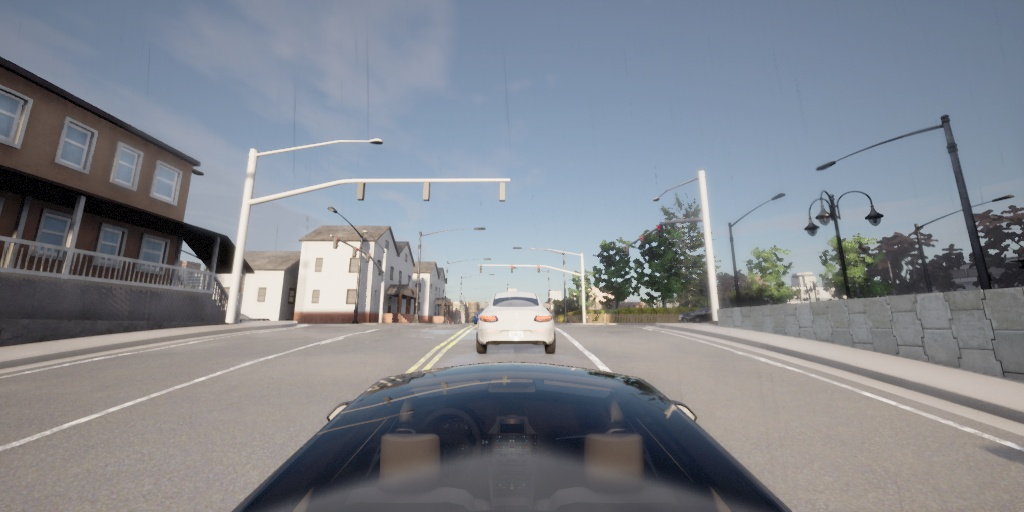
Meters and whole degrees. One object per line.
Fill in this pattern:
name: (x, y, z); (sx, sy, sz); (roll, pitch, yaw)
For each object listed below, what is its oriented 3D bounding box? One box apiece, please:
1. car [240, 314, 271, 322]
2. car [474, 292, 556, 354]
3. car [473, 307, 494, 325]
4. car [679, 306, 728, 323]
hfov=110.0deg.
car: (-20.138, 5.101, 25.552); (5.566, 2.045, 2.150); (-9, -10, -1)
car: (0.091, 1.707, 9.764); (1.812, 1.442, 4.674); (0, -6, 0)
car: (-3.586, 7.727, 45.876); (2.150, 2.045, 5.566); (0, -11, 0)
car: (16.001, 4.809, 28.887); (4.902, 1.511, 2.128); (0, -11, 1)
